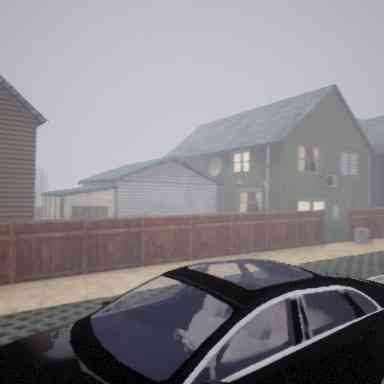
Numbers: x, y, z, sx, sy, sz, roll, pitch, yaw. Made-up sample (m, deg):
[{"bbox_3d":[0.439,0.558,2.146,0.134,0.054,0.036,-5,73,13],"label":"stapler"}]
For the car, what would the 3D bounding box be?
[{"bbox_3d":[0.260,1.494,3.090,4.902,1.511,2.128,0,0,-34],"label":"car"}]
